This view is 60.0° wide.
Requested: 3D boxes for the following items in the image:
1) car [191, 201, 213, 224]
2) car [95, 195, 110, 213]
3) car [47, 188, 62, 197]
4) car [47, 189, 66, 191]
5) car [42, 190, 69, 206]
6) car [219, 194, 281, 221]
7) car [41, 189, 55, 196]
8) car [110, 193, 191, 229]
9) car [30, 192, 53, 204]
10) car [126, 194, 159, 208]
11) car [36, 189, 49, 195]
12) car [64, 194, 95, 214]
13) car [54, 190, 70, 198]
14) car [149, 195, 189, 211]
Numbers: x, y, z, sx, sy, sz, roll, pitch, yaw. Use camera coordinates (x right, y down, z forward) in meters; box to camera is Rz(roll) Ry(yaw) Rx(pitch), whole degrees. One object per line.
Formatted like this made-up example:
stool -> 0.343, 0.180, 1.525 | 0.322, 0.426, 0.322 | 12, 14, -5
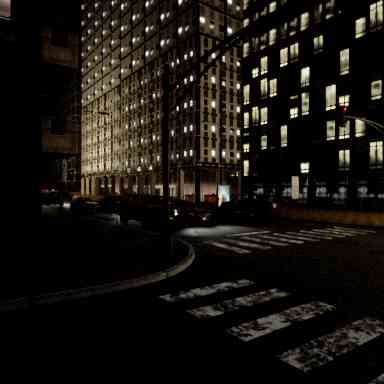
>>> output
car -> -0.655, 1.220, 21.040 | 1.812, 1.442, 4.674 | 0, 1, -36
car -> -6.435, 0.988, 28.967 | 1.882, 1.535, 5.008 | 0, 1, -36
car -> -28.531, 0.099, 69.122 | 1.967, 1.590, 4.097 | 1, 0, -36
car -> -16.887, 0.667, 43.367 | 2.128, 1.511, 4.902 | 0, 1, -36
car -> -15.657, 0.827, 37.240 | 2.008, 1.369, 4.403 | 2, 0, -36
car -> 4.155, 1.027, 24.301 | 2.192, 1.841, 5.009 | 1, 0, -36
car -> -31.802, 0.096, 73.605 | 1.887, 1.381, 4.507 | 1, 0, -36
car -> -2.579, 1.008, 19.315 | 2.192, 1.841, 5.009 | 2, 0, -36
car -> -18.925, 0.752, 41.720 | 1.802, 1.307, 4.206 | 2, 0, -36
car -> -5.657, 0.966, 37.748 | 1.947, 1.339, 4.313 | 1, 0, -36
car -> -35.071, -0.011, 78.087 | 1.887, 1.381, 4.507 | 1, 0, -36
car -> -9.122, 1.067, 28.278 | 1.802, 1.307, 4.206 | 2, 0, -36
car -> -25.266, 0.309, 64.641 | 1.887, 1.381, 4.507 | 1, 0, -36
car -> -2.388, 1.070, 33.266 | 1.947, 1.339, 4.313 | 1, 0, -36
